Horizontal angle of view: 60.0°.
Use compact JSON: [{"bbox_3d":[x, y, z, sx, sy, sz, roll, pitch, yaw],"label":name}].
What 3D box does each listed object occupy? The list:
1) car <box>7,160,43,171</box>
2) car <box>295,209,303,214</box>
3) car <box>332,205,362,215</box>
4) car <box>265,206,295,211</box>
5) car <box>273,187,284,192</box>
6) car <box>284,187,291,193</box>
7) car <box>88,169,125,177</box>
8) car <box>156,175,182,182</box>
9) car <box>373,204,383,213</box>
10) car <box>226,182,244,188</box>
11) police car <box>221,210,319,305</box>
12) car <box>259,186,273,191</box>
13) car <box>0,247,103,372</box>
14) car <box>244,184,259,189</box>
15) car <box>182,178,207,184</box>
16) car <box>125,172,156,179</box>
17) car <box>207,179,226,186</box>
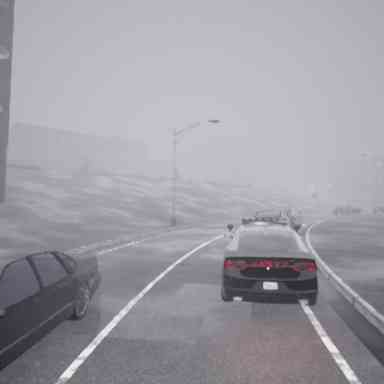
[{"bbox_3d":[-21.519,-3.148,42.476,4.553,1.767,2.185,3,-5,-39],"label":"car"},{"bbox_3d":[6.375,1.753,22.873,1.837,1.490,4.892,-2,-2,25],"label":"car"},{"bbox_3d":[19.652,2.284,41.996,4.718,1.301,1.895,1,-4,-40],"label":"car"},{"bbox_3d":[4.208,1.668,17.571,1.837,1.490,4.892,-1,-1,19],"label":"car"},{"bbox_3d":[19.259,-0.395,79.744,2.185,1.767,4.553,-4,-6,42],"label":"car"},{"bbox_3d":[22.963,-0.159,83.953,2.435,2.045,5.566,-4,-6,41],"label":"car"},{"bbox_3d":[-13.024,-2.570,49.349,4.892,1.521,2.231,3,-5,-39],"label":"car"},{"bbox_3d":[-4.508,-2.023,56.397,4.674,1.452,2.002,4,-6,-40],"label":"car"},{"bbox_3d":[28.503,2.437,49.270,4.674,1.442,1.812,2,-4,-38],"label":"car"},{"bbox_3d":[7.828,-1.170,67.766,4.792,1.488,2.163,4,-6,-44],"label":"car"},{"bbox_3d":[1.829,1.479,8.443,1.930,1.638,5.238,-1,-1,10],"label":"police car"},{"bbox_3d":[15.463,-0.604,75.582,2.231,1.521,4.892,-4,-6,43],"label":"car"},{"bbox_3d":[-2.993,1.593,4.796,2.033,1.411,5.357,0,-1,5],"label":"car"},{"bbox_3d":[11.721,-0.864,71.667,2.002,1.452,4.674,-4,-6,45],"label":"car"},{"bbox_3d":[-0.351,-1.785,60.063,5.008,1.535,2.097,4,-6,-41],"label":"car"},{"bbox_3d":[-8.744,-2.328,52.826,4.892,1.521,2.231,3,-5,-39],"label":"car"},{"bbox_3d":[3.710,-1.626,63.808,4.553,1.767,2.185,4,-6,-42],"label":"car"}]
